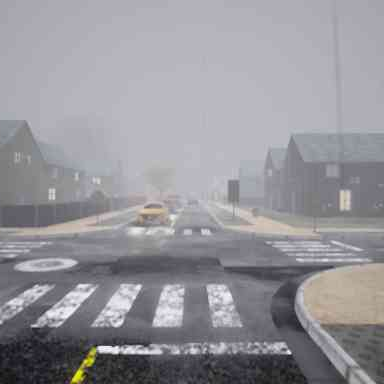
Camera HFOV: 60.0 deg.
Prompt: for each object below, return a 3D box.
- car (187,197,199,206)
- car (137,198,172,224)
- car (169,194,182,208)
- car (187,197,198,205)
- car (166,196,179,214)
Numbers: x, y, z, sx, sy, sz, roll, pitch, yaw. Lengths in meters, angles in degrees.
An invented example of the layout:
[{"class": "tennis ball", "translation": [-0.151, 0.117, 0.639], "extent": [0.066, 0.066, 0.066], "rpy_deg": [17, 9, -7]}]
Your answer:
[{"class": "car", "translation": [0.159, 1.711, 56.858], "extent": [1.994, 1.385, 4.181], "rpy_deg": [0, 0, 1]}, {"class": "car", "translation": [-2.832, 1.503, 25.113], "extent": [1.882, 1.535, 5.008], "rpy_deg": [0, 0, 1]}, {"class": "car", "translation": [-2.735, 1.337, 51.025], "extent": [2.150, 2.045, 5.566], "rpy_deg": [0, 0, 0]}, {"class": "car", "translation": [0.122, 1.758, 66.836], "extent": [2.033, 1.411, 5.357], "rpy_deg": [0, 0, 0]}, {"class": "car", "translation": [-2.781, 1.530, 36.243], "extent": [1.882, 1.535, 5.008], "rpy_deg": [0, 0, 0]}]
